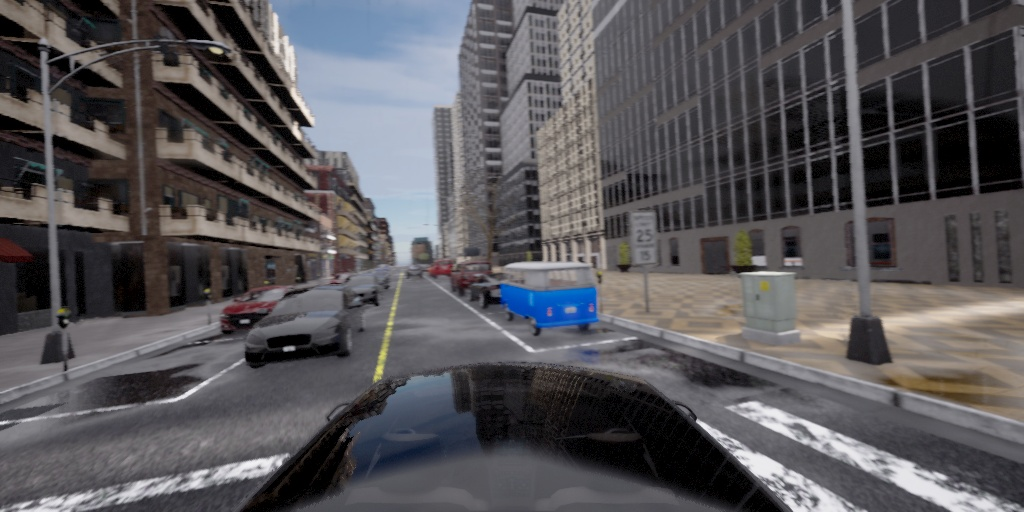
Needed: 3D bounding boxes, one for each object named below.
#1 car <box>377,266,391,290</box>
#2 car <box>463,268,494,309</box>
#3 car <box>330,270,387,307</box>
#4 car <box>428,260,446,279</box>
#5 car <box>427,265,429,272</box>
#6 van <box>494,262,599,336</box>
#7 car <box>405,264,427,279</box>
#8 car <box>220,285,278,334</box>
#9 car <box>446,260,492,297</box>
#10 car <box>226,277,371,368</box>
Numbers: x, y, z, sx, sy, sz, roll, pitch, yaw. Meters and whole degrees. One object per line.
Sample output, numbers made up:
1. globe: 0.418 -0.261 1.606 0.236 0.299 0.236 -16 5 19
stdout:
1. car: -10.483 1.851 27.868 2.128 1.511 4.902 -3 0 -16
2. car: -0.704 1.379 15.429 1.948 1.339 4.313 0 0 -17
3. car: -7.549 1.686 18.010 1.837 1.490 4.892 -3 0 -17
4. car: -7.944 1.485 40.945 2.150 2.045 5.566 -3 0 -17
5. car: -9.917 1.731 47.595 2.097 1.767 4.553 -3 0 -17
6. van: 0.876 1.060 10.138 1.690 1.789 3.998 0 0 -17
7. car: -11.830 1.963 43.501 2.128 1.511 4.902 -3 0 -16
8. car: -8.722 1.779 13.028 1.888 1.381 4.507 0 0 -17
9. car: -2.284 1.223 20.720 2.192 1.841 5.009 0 0 -17
10. car: -4.869 1.525 9.029 1.837 1.490 4.892 -3 0 -17
